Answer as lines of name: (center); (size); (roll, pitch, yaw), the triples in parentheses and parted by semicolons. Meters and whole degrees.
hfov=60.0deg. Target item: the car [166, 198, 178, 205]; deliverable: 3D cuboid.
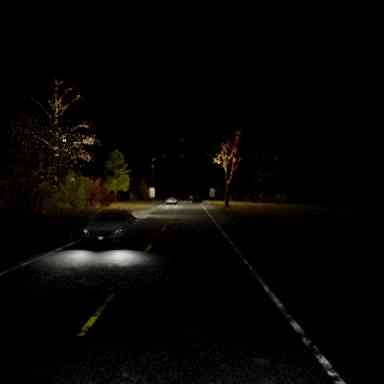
car: (-3.553, 1.660, 58.512); (1.895, 1.301, 4.718); (0, 0, 1)

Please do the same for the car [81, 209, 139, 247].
car: (-3.593, 1.545, 15.380); (1.812, 1.442, 4.674); (0, 0, 0)

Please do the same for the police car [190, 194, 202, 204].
police car: (1.034, 1.489, 64.820); (1.930, 1.638, 5.238); (0, 0, 0)

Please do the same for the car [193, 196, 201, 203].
car: (1.041, 1.575, 74.705); (1.837, 1.490, 4.892); (0, 0, 0)

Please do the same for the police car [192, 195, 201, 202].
police car: (1.054, 1.497, 80.814); (1.930, 1.638, 5.238); (0, 0, 0)
